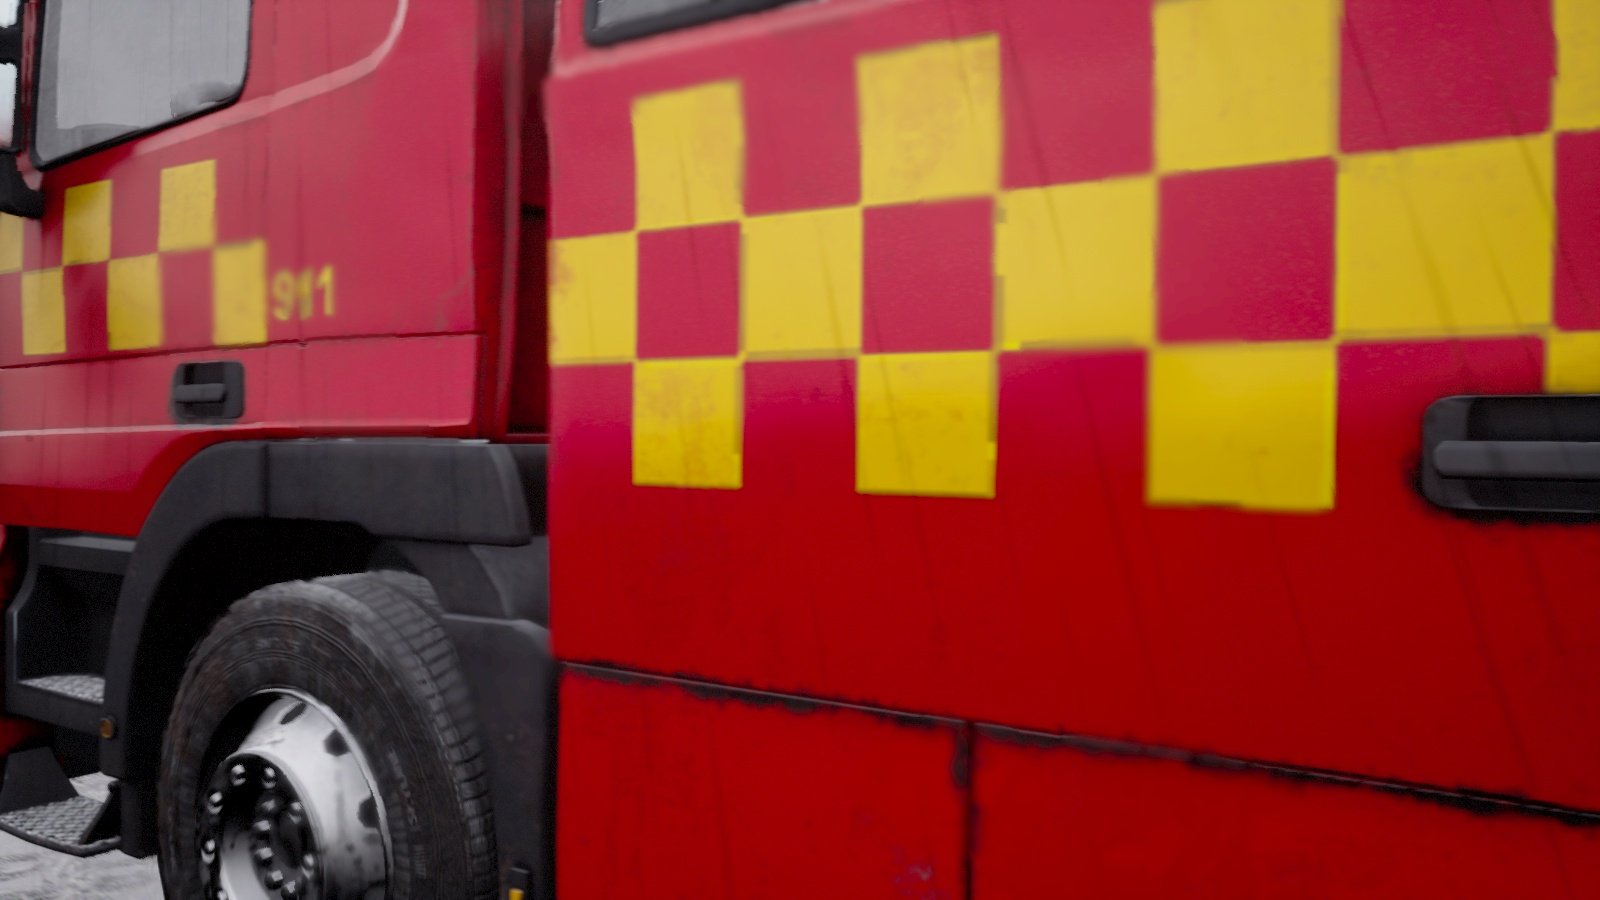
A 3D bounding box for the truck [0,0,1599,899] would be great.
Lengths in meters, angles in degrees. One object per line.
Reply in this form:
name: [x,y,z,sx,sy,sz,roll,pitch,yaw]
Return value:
truck: [1.359,-0.467,2.698,8.468,3.827,2.891,0,1,34]
